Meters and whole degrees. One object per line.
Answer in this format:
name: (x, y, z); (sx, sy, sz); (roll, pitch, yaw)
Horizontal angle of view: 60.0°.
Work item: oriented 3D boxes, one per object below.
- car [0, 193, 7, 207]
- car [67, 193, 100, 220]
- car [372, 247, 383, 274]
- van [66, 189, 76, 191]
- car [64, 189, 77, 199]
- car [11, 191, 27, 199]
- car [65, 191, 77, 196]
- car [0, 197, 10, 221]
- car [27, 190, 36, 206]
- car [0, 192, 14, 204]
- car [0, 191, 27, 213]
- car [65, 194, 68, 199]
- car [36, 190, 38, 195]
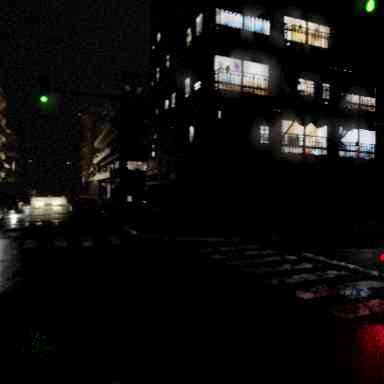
car: (-21.568, 0.842, 36.345); (1.802, 1.307, 4.206); (2, 0, -21)
car: (-7.732, 1.115, 23.918); (1.967, 1.590, 4.097); (2, 0, -21)
car: (6.676, 1.526, 7.752); (4.718, 1.301, 1.895); (0, 1, -22)
van: (-19.780, 0.551, 54.856); (1.690, 1.788, 3.998); (2, 0, -21)
car: (-23.796, 0.373, 65.168); (2.192, 1.841, 5.009); (2, 0, -21)
car: (-29.601, 0.498, 56.970); (1.887, 1.381, 4.507); (2, 0, -21)
car: (-15.770, 0.945, 44.545); (1.802, 1.307, 4.206); (2, 0, -21)
car: (-12.182, 1.188, 19.381); (1.895, 1.301, 4.718); (1, 0, -21)
car: (-19.863, 0.794, 39.139); (1.837, 1.490, 4.892); (1, 0, -21)
car: (-23.576, 0.749, 41.502); (1.947, 1.339, 4.313); (2, 0, -21)
car: (-15.848, 0.949, 28.806); (1.837, 1.490, 4.892); (1, 0, -21)
car: (-9.743, 1.147, 29.075); (2.008, 1.369, 4.403); (2, 0, -21)
car: (-39.643, 0.127, 82.752); (2.008, 1.369, 4.403); (2, 0, -21)
